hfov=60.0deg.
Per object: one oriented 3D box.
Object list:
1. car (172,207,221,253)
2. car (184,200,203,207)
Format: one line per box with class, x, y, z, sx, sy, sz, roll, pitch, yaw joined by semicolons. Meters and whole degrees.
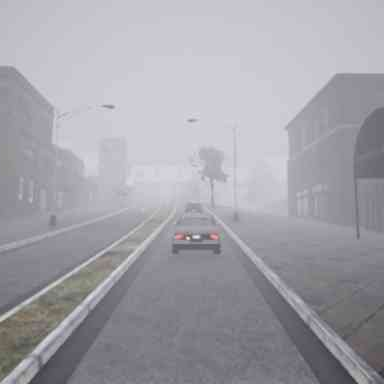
car;0.166;1.592;13.856;2.033;1.411;5.357;0;0;0
car;0.141;1.619;36.846;1.837;1.490;4.892;0;0;-1
